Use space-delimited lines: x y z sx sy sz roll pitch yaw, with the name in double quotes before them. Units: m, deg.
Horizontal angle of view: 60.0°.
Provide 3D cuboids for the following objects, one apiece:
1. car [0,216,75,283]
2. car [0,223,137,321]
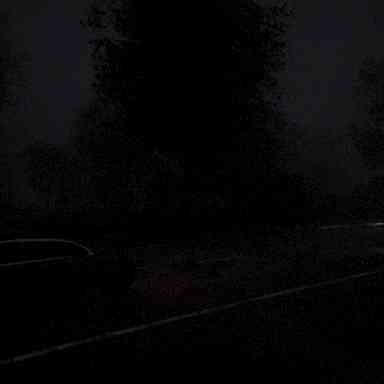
"car" -5.942 1.471 8.265 5.357 1.411 2.033 0 0 -35
"car" -3.374 1.442 5.737 4.902 1.511 2.128 0 0 -34
